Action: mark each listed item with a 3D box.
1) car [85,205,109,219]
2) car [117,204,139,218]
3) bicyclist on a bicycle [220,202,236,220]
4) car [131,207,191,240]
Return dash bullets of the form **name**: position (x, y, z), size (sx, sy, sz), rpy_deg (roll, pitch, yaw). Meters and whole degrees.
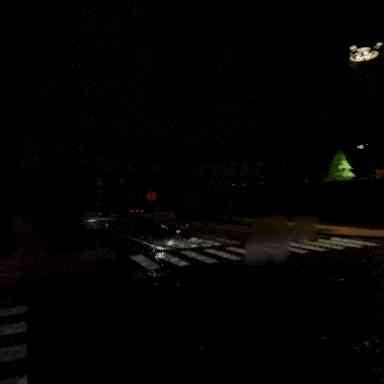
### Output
- **car**: position (-10.363, 2.121, 36.167), size (1.994, 1.385, 4.181), rpy_deg (0, -1, -27)
- **car**: position (-6.927, 2.094, 37.396), size (2.033, 1.411, 5.357), rpy_deg (0, -1, -27)
- **bicyclist on a bicycle**: position (3.193, 1.660, 29.161), size (1.656, 1.620, 0.582), rpy_deg (0, -1, -27)
- **car**: position (-1.756, 1.785, 19.092), size (1.812, 1.442, 4.674), rpy_deg (0, -1, -27)
